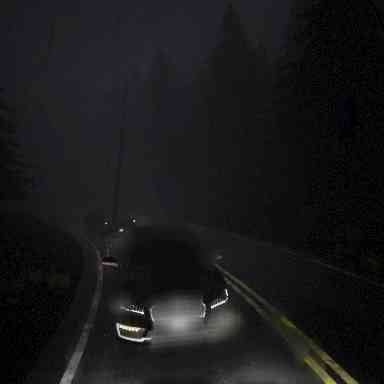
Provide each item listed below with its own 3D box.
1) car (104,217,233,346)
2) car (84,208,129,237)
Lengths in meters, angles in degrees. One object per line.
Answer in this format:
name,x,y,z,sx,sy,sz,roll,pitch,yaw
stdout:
car,-0.638,1.493,6.757,1.837,1.490,4.892,-1,0,-11
car,-4.613,1.606,18.498,1.895,1.301,4.718,-3,1,-29
